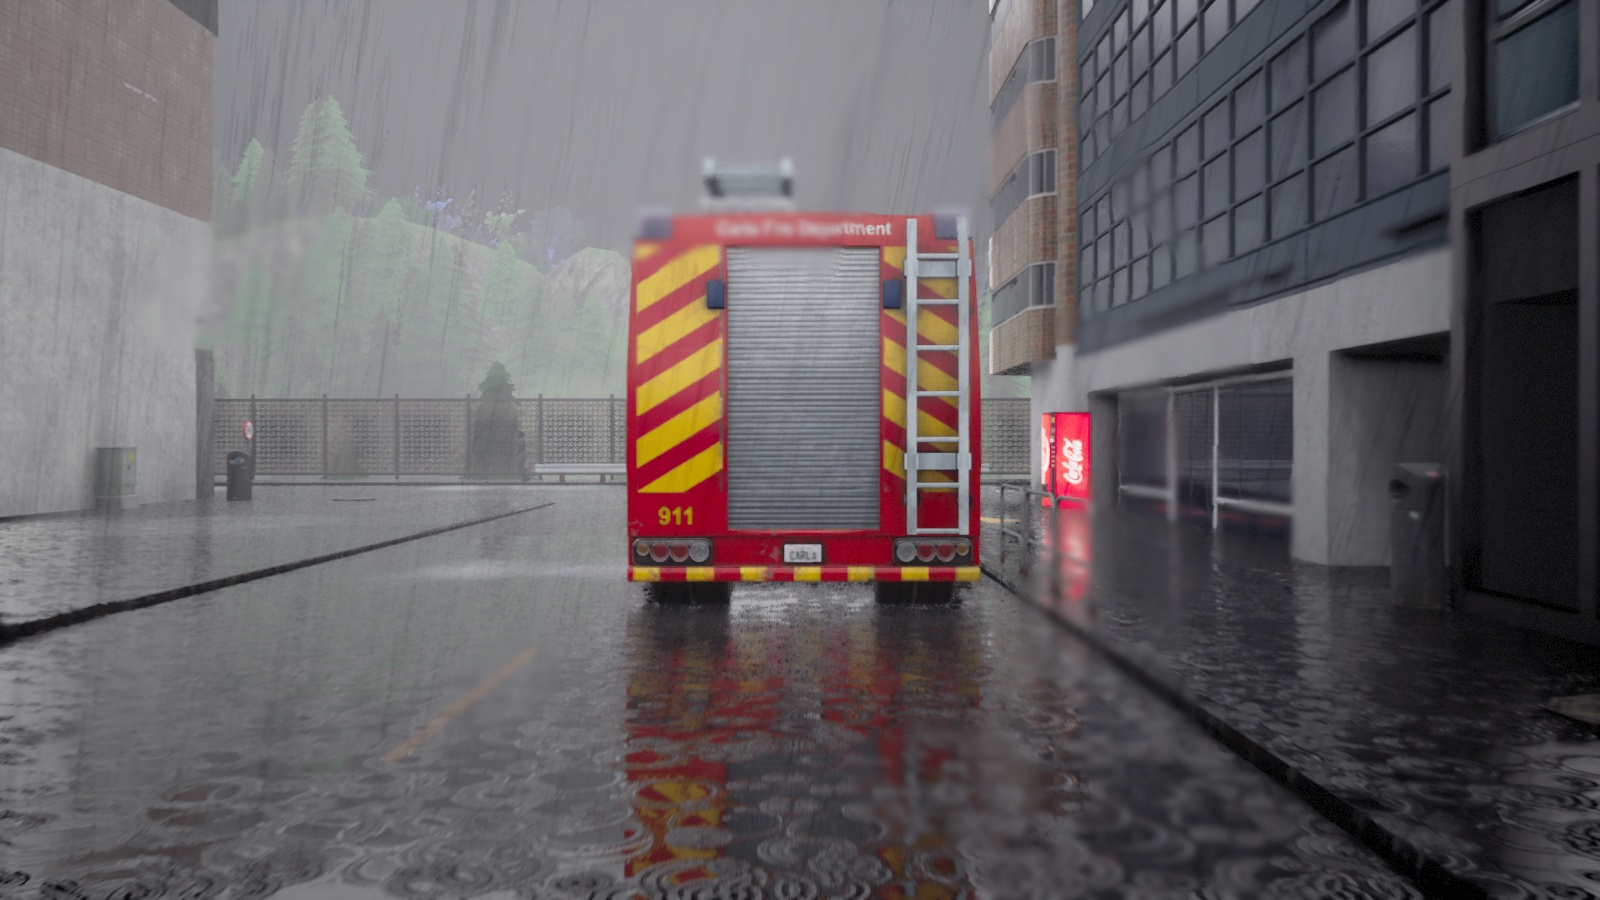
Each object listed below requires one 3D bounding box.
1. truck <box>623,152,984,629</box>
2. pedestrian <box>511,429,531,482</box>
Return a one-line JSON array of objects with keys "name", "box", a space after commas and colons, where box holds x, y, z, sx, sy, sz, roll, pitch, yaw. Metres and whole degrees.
[{"name": "truck", "box": [0.026, -0.499, 14.302, 2.891, 3.827, 8.468, 0, 0, 0]}, {"name": "pedestrian", "box": [-10.062, 0.193, 45.307, 0.666, 1.930, 0.402, 0, 0, -10]}]
